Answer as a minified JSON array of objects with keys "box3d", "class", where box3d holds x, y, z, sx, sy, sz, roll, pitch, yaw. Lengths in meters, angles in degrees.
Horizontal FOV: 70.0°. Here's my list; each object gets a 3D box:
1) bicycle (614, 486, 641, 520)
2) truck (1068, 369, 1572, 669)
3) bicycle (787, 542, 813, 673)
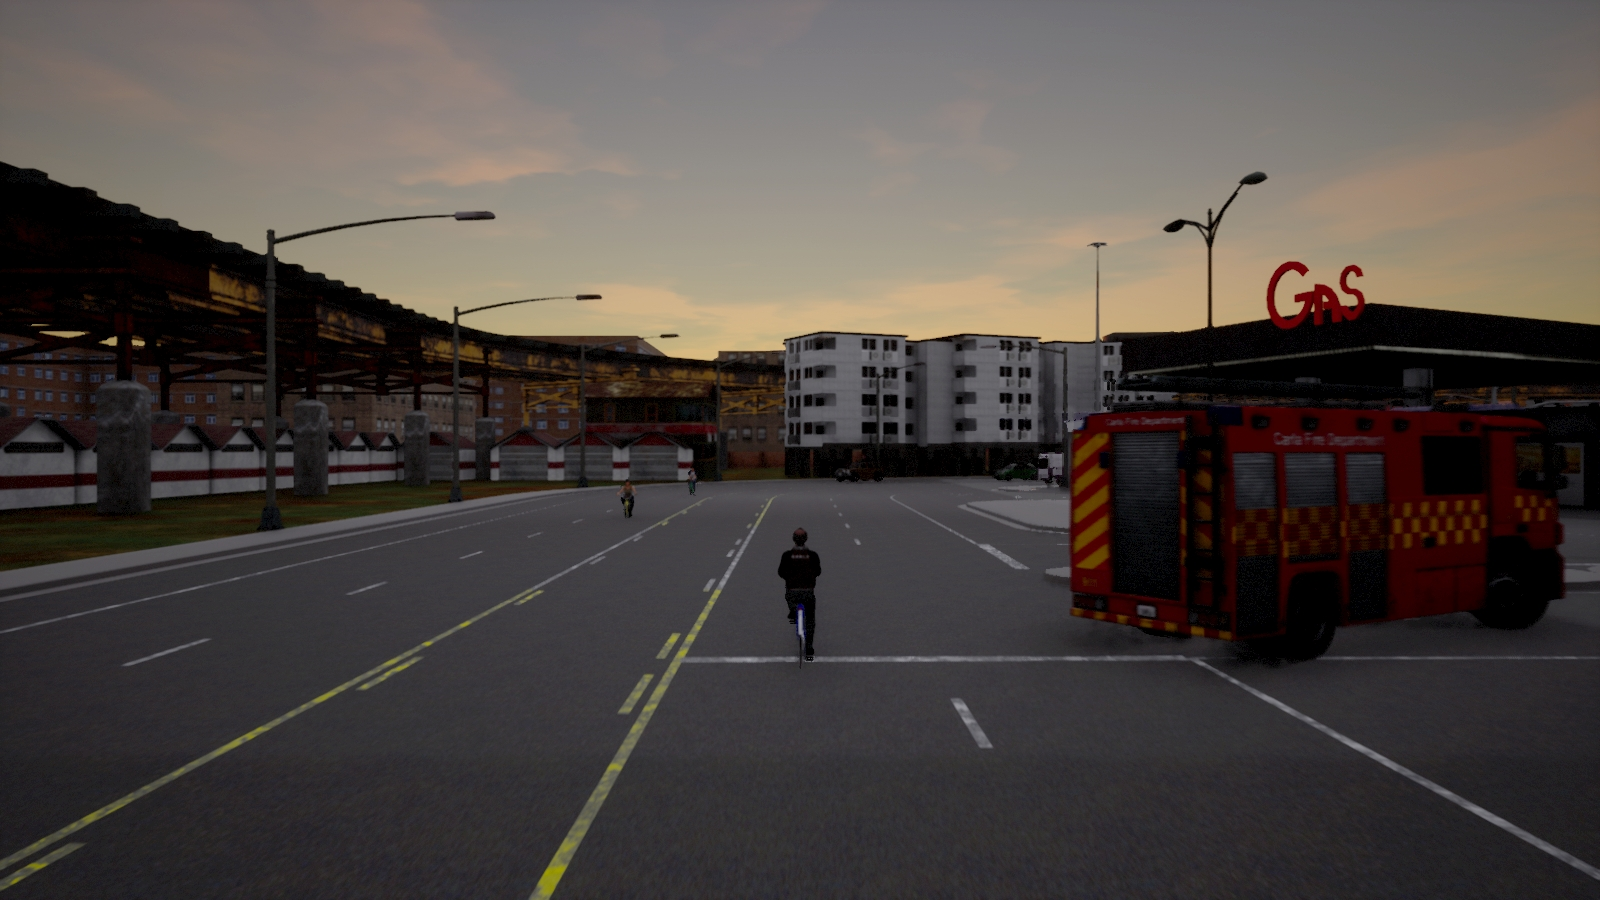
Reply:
[{"box3d":[-6.999,2.149,46.369,0.859,1.301,1.487,0,0,0],"class":"bicycle"},{"box3d":[8.386,0.891,17.976,8.468,3.827,2.891,0,-1,-31],"class":"truck"},{"box3d":[-0.002,2.049,15.251,0.329,1.496,1.835,0,0,0],"class":"bicycle"}]
